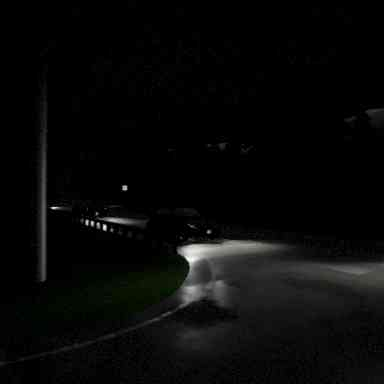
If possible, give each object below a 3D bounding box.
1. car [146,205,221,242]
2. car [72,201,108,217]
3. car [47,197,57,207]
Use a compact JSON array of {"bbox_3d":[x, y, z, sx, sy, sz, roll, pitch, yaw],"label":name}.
[{"bbox_3d":[-0.590,1.364,15.629,1.812,1.442,4.674,0,0,-34],"label":"car"},{"bbox_3d":[-8.708,1.436,28.212,1.895,1.301,4.718,0,0,-33],"label":"car"},{"bbox_3d":[-20.279,1.396,46.443,1.994,1.385,4.181,0,0,-32],"label":"car"}]
